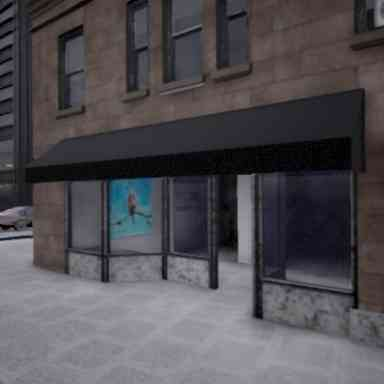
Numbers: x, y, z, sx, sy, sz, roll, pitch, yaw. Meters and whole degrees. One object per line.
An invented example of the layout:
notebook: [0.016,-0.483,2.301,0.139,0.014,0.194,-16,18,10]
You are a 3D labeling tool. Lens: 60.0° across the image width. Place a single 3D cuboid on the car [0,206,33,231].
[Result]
car: [-9.832,1.571,20.736,2.033,1.411,5.357,-1,0,35]
